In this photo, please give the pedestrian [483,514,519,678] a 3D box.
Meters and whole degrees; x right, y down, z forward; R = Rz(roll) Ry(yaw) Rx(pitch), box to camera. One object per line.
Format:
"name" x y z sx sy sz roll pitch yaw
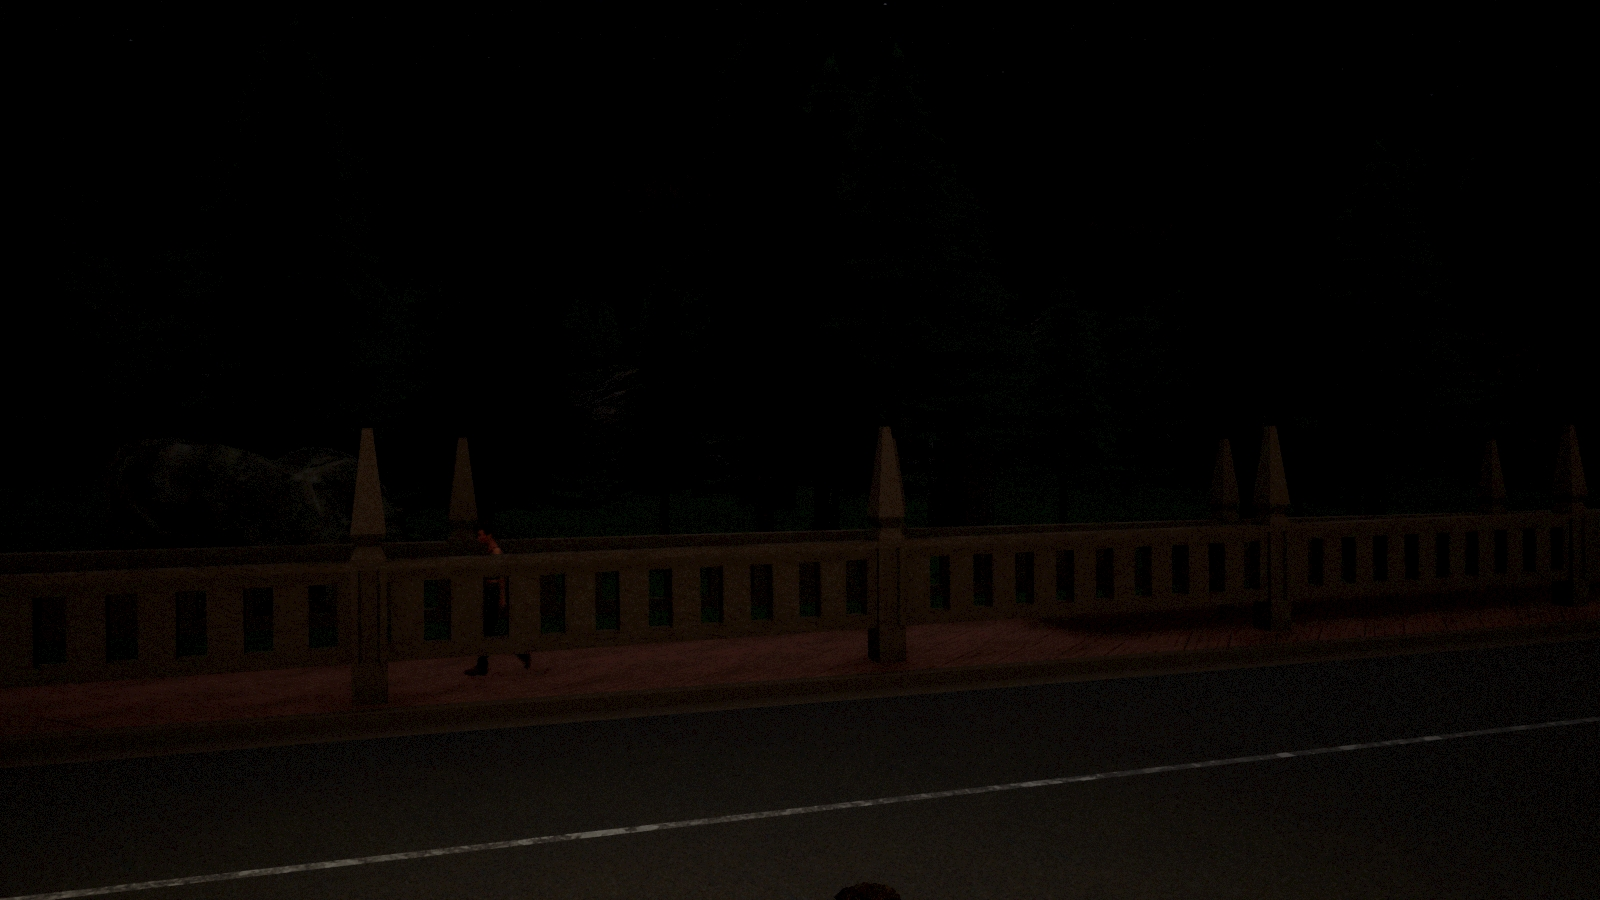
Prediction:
"pedestrian" -3.517 1.694 13.414 0.375 1.860 0.375 0 0 -20
